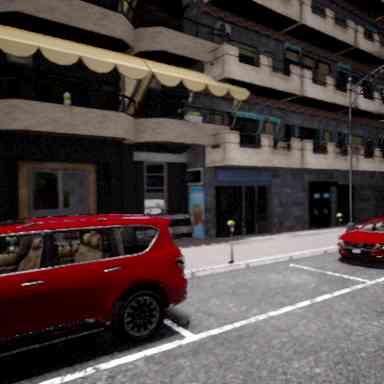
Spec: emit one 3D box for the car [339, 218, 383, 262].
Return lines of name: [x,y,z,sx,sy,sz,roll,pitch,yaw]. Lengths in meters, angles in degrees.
car: [6.846,1.562,11.457,4.507,1.381,1.887,0,-1,-35]

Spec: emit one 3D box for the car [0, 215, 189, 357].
car: [-2.380,1.316,4.882,5.009,1.841,2.192,0,-1,-35]
